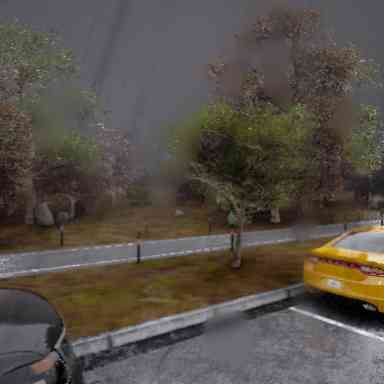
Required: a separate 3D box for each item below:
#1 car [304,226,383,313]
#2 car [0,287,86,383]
[{"bbox_3d":[4.633,1.492,7.359,5.008,1.535,2.097,0,0,-33],"label":"car"},{"bbox_3d":[-3.415,1.268,1.621,5.566,2.045,2.435,0,0,-35],"label":"car"}]
